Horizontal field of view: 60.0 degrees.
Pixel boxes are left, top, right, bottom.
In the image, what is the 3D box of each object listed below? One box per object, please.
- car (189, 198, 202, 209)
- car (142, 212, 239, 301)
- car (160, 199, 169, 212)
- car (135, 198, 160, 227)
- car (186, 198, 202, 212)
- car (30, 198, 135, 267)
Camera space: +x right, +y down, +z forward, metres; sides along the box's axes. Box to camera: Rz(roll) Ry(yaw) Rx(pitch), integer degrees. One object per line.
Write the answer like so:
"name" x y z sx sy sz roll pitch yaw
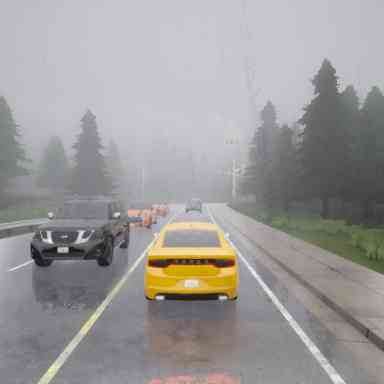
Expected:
"car" 0.607 1.659 49.405 1.837 1.490 4.892 0 0 2
"car" -0.011 1.498 8.451 1.882 1.535 5.008 0 0 0
"car" -3.450 1.451 32.473 2.097 1.767 4.553 0 0 1
"car" -3.589 1.417 22.222 2.097 1.767 4.553 0 0 0
"car" 0.224 1.668 39.012 2.033 1.411 5.357 0 0 2
"car" -3.628 1.253 11.928 2.150 2.045 5.566 0 0 -2
